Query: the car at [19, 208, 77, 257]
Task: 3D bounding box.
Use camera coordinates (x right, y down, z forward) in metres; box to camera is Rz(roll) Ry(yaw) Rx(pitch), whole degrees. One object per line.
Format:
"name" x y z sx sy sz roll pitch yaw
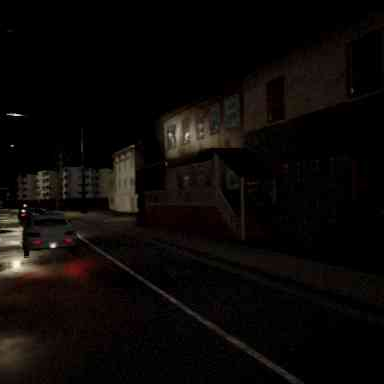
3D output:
"car" -5.844 1.590 13.465 1.812 1.442 4.674 0 0 -28

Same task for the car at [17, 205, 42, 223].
"car" -12.327 1.676 25.525 2.033 1.411 5.357 0 -1 -28
